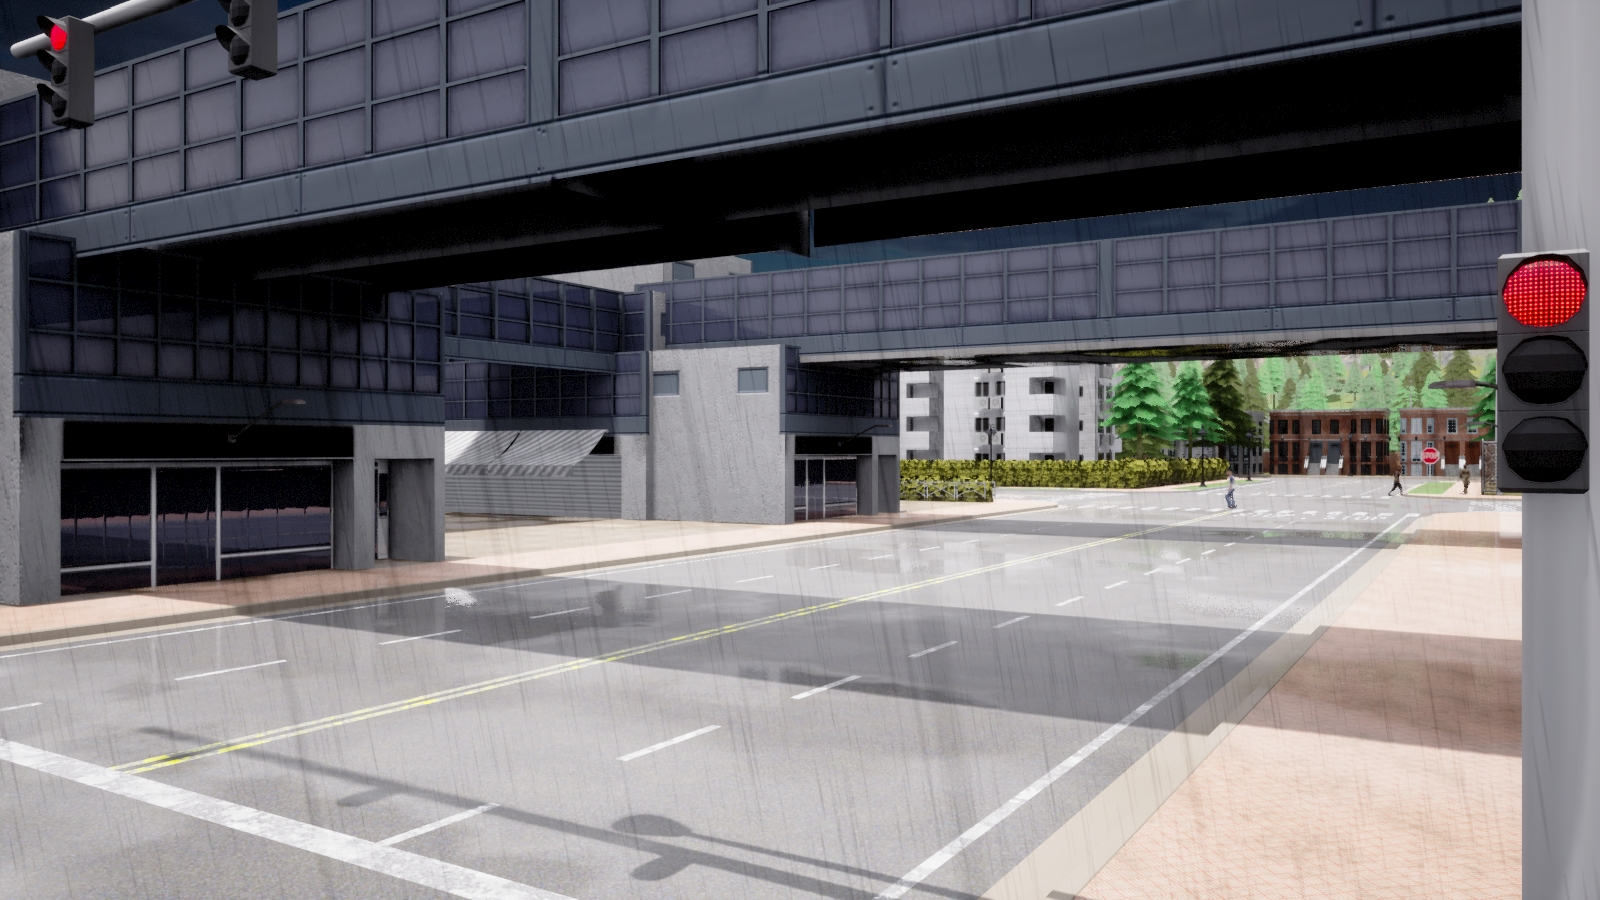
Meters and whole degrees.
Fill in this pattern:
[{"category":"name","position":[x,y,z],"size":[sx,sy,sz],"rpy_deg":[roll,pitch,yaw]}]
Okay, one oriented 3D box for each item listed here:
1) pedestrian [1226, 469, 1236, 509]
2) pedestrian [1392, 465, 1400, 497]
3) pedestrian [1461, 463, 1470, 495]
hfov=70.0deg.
[{"category":"pedestrian","position":[20.357,1.848,54.002],"size":[0.375,1.860,0.375],"rpy_deg":[0,0,31]},{"category":"pedestrian","position":[35.509,1.834,68.025],"size":[0.375,1.860,0.375],"rpy_deg":[0,0,34]},{"category":"pedestrian","position":[39.128,1.689,67.215],"size":[0.375,1.860,0.375],"rpy_deg":[0,0,18]}]
